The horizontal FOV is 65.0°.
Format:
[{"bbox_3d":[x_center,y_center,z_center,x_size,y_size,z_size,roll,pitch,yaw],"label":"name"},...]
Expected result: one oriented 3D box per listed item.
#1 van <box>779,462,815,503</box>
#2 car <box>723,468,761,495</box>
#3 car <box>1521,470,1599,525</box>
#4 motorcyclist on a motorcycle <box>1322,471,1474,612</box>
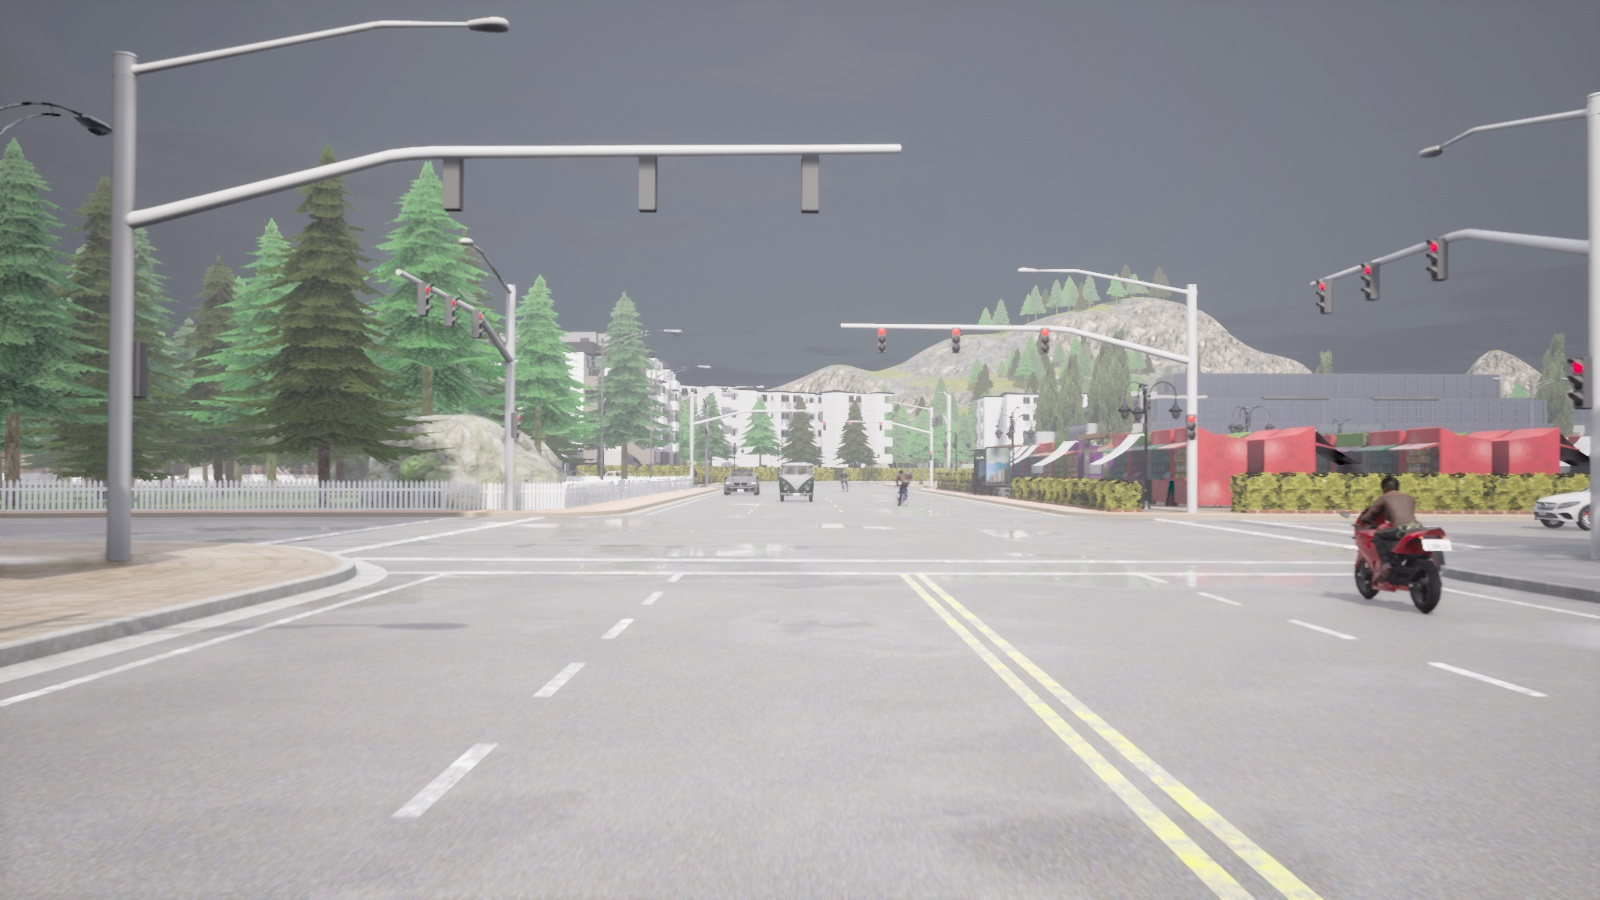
[{"bbox_3d":[-0.162,1.642,64.146,1.775,1.987,4.442,0,-1,0],"label":"van"},{"bbox_3d":[-3.704,2.026,80.765,2.242,1.667,4.611,0,-1,0],"label":"car"},{"bbox_3d":[22.531,1.268,34.256,4.674,1.442,1.812,0,-1,-1],"label":"car"},{"bbox_3d":[6.962,1.017,14.757,0.797,1.523,2.044,0,-1,0],"label":"motorcyclist on a motorcycle"}]
